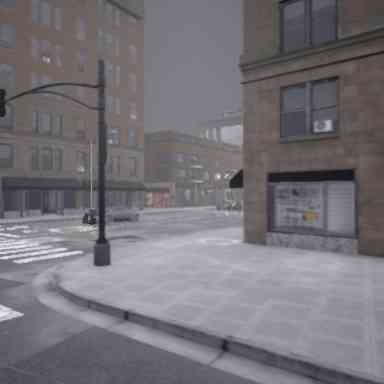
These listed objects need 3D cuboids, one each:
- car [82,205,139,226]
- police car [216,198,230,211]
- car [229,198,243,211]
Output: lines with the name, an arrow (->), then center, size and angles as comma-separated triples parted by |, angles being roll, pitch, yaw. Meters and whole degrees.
car -> -5.885, 1.666, 24.401 | 1.994, 1.385, 4.181 | 0, 0, 36
police car -> 5.057, 1.657, 44.529 | 2.038, 1.542, 4.974 | 0, 0, 36
car -> 7.058, 1.642, 41.904 | 1.837, 1.490, 4.892 | 0, 0, 37
